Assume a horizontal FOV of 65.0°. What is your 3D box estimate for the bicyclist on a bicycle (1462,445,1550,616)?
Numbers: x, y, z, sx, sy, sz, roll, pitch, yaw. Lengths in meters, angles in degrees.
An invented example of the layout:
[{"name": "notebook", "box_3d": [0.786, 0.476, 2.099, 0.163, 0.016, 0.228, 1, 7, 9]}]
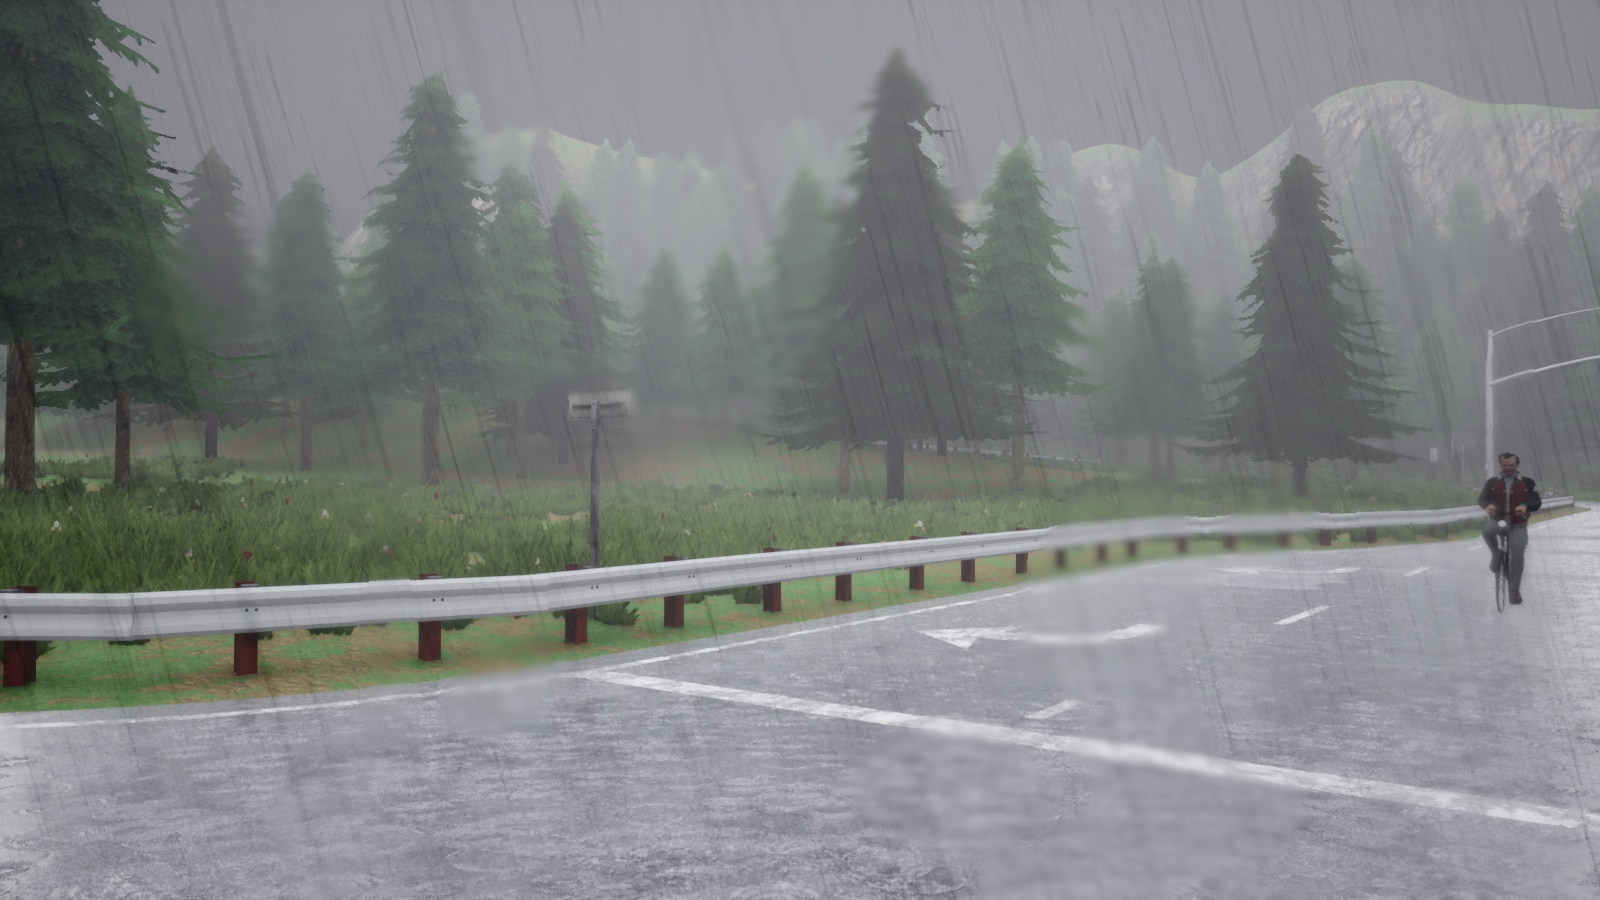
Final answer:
[{"name": "bicyclist on a bicycle", "box_3d": [7.882, 0.851, 13.982, 0.659, 1.776, 1.843, -1, -1, 35]}]
